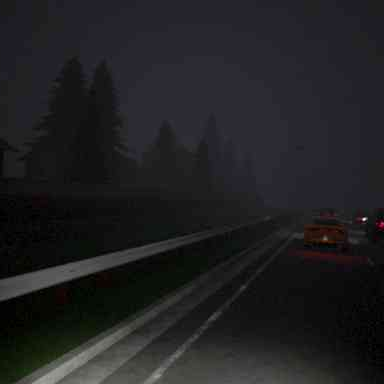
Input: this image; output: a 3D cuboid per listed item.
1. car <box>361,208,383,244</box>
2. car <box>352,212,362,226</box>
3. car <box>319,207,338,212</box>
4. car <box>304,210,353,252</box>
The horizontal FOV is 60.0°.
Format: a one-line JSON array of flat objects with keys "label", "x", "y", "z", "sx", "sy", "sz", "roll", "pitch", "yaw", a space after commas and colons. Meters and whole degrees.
[{"label": "car", "x": 11.870, "y": 1.993, "z": 20.019, "sx": 2.150, "sy": 2.045, "sz": 5.566, "roll": 3, "pitch": 0, "yaw": 22}, {"label": "car", "x": 17.696, "y": 2.738, "z": 34.325, "sx": 2.033, "sy": 1.411, "sz": 5.357, "roll": 3, "pitch": -1, "yaw": 22}, {"label": "car", "x": 14.291, "y": 2.384, "z": 35.217, "sx": 2.097, "sy": 1.767, "sz": 4.553, "roll": 3, "pitch": -1, "yaw": 22}, {"label": "car", "x": 6.810, "y": 1.971, "z": 16.902, "sx": 1.882, "sy": 1.535, "sz": 5.008, "roll": 3, "pitch": 0, "yaw": 22}]
